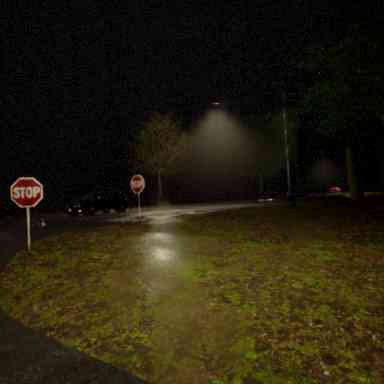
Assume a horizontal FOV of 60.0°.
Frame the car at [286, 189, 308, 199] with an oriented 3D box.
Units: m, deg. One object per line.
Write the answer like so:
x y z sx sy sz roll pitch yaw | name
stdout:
15.665 0.289 49.597 2.033 1.411 5.357 -4 -1 34 | car

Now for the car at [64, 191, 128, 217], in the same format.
-7.849 0.978 27.839 2.150 2.045 5.566 -4 -1 35 | car

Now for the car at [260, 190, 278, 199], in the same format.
13.734 0.474 59.097 1.882 1.535 5.008 -4 -1 35 | car
